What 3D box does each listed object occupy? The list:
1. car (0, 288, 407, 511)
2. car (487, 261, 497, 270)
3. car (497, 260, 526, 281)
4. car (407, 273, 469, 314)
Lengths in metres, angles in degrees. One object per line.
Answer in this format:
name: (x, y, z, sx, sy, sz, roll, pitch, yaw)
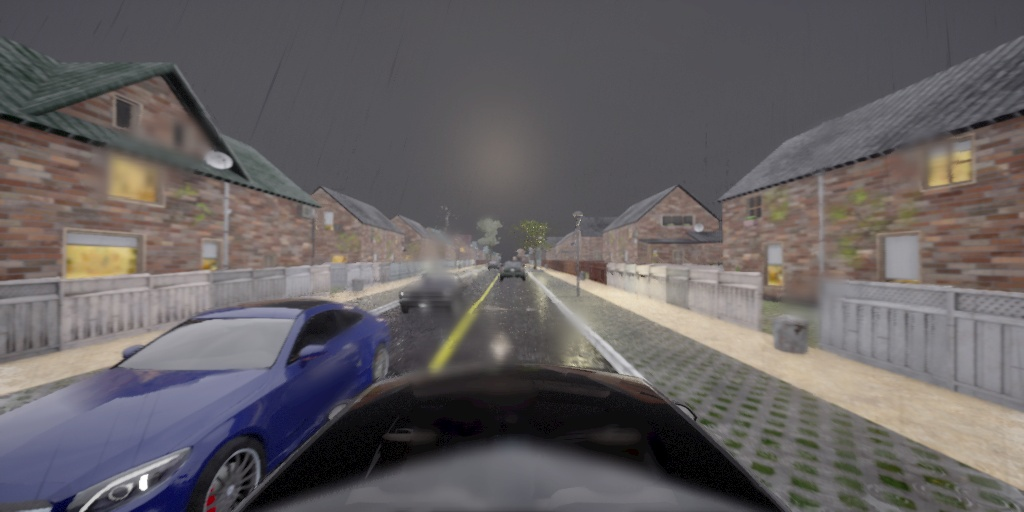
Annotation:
car: (-2.848, 1.277, 4.087, 1.812, 1.442, 4.674, 0, 0, 0)
car: (-2.881, 1.482, 57.501, 2.033, 1.411, 5.357, 0, 0, 1)
car: (0.061, 1.135, 30.757, 2.097, 1.767, 4.553, 0, 0, 0)
car: (-2.857, 1.352, 13.991, 1.895, 1.301, 4.718, 0, 0, 0)
